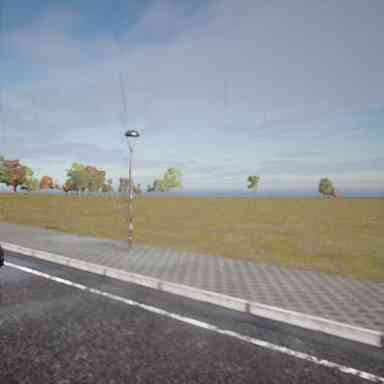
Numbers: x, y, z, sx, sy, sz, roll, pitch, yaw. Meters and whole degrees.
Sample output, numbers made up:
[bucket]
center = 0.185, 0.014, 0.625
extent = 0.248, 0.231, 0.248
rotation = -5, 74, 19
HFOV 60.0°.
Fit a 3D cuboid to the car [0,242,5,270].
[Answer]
[car]
center = -6.716, 1.345, 8.706
extent = 4.181, 1.385, 1.994
rotation = 1, 1, 37
